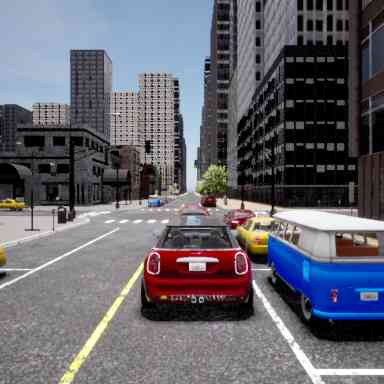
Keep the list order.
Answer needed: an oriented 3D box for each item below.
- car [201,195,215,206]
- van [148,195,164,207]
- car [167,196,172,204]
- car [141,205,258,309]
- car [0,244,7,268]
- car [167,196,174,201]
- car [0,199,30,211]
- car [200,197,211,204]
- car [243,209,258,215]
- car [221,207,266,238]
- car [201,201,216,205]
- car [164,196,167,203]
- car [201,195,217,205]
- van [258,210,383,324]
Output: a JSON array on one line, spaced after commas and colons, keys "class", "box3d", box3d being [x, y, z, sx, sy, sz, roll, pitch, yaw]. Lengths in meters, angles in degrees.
[{"class": "car", "box3d": [2.652, 1.381, 56.125, 2.192, 1.841, 5.009, 0, 0, 0]}, {"class": "van", "box3d": [-5.724, 1.396, 50.594, 1.690, 1.788, 3.998, 0, 0, 0]}, {"class": "car", "box3d": [-5.734, 1.531, 67.166, 1.967, 1.590, 4.097, 0, 0, 0]}, {"class": "car", "box3d": [0.094, 1.352, 8.042, 2.097, 1.767, 4.553, 0, 0, 0]}, {"class": "car", "box3d": [-5.697, 1.526, 6.711, 1.752, 1.417, 4.829, 0, 0, 0]}, {"class": "car", "box3d": [-5.747, 1.676, 89.091, 1.752, 1.417, 4.829, 0, 0, 0]}, {"class": "car", "box3d": [-21.432, 1.470, 38.415, 4.829, 1.417, 1.752, 0, 0, 0]}, {"class": "car", "box3d": [2.647, 1.657, 67.173, 1.947, 1.339, 4.313, 0, 0, 0]}, {"class": "car", "box3d": [2.679, 1.527, 12.720, 1.752, 1.417, 4.829, 0, 0, 0]}, {"class": "car", "box3d": [2.676, 1.587, 18.213, 1.802, 1.307, 4.206, 0, 0, 0]}, {"class": "car", "box3d": [0.089, 1.482, 17.630, 1.882, 1.535, 5.008, 0, 0, 0]}, {"class": "car", "box3d": [-5.727, 1.506, 56.117, 1.967, 1.590, 4.097, 0, 0, 0]}, {"class": "car", "box3d": [2.655, 1.370, 50.601, 2.192, 1.841, 5.009, 0, 0, 0]}, {"class": "van", "box3d": [2.683, 1.341, 6.886, 1.690, 1.788, 3.998, 0, 0, 0]}]
